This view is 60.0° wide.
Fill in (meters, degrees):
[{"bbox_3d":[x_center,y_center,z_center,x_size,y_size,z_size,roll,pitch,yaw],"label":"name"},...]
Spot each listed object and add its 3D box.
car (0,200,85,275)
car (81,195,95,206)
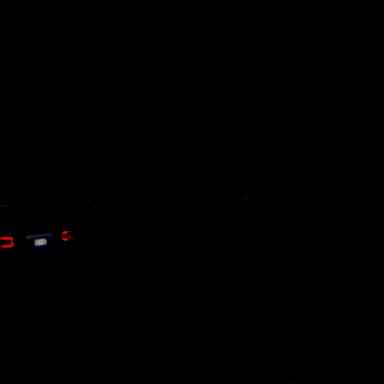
[{"bbox_3d":[-5.790,1.346,9.873,5.566,2.045,2.150,-1,-1,39],"label":"car"},{"bbox_3d":[-19.733,1.660,63.934,2.150,2.045,5.566,-2,1,-5],"label":"car"}]
